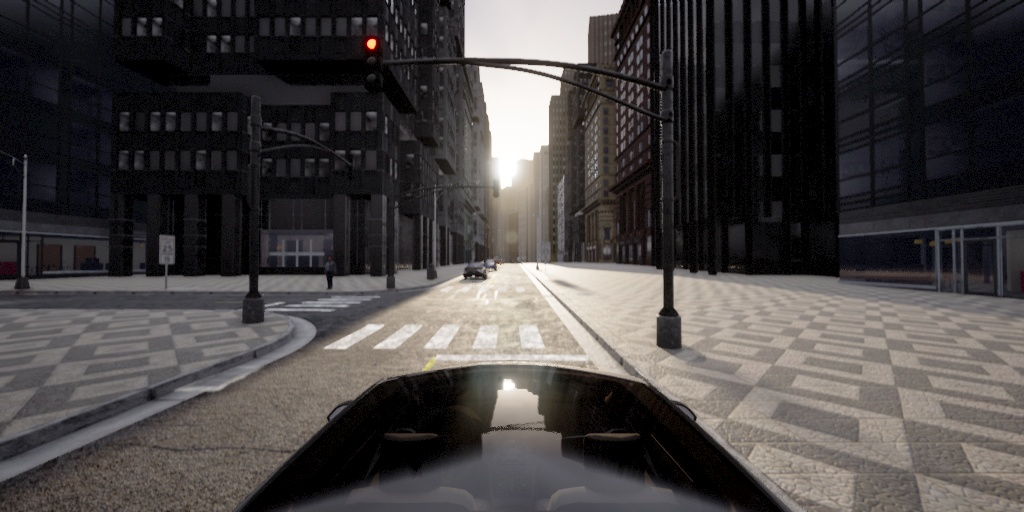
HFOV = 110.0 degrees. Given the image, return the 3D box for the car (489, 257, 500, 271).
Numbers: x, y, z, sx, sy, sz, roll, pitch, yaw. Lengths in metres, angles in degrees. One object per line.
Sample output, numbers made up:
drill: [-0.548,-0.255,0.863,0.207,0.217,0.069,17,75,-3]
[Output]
car: [-2.984,1.190,47.218,1.812,1.442,4.674,0,0,0]

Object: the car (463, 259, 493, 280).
car: [-3.031,1.218,30.939,2.033,1.411,5.357,0,0,0]

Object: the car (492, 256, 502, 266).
car: [-2.857,0.754,63.197,2.097,1.767,4.553,0,0,0]

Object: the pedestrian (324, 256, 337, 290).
pedestrian: [-9.967,0.915,19.621,0.375,1.860,0.375,0,-1,0]
